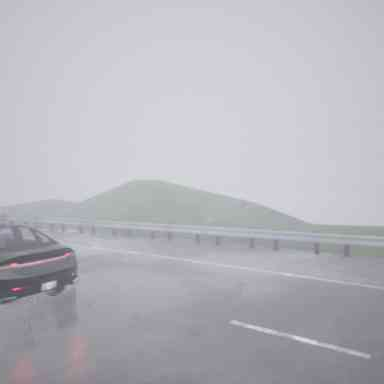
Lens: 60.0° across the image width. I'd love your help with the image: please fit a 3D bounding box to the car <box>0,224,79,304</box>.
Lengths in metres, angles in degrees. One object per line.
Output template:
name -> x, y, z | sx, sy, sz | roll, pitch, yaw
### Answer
car -> -4.569, 1.446, 7.199 | 4.902, 1.511, 2.128 | 0, 0, 33
